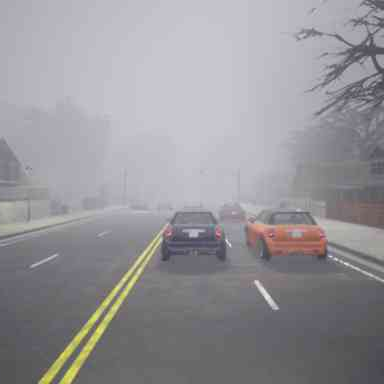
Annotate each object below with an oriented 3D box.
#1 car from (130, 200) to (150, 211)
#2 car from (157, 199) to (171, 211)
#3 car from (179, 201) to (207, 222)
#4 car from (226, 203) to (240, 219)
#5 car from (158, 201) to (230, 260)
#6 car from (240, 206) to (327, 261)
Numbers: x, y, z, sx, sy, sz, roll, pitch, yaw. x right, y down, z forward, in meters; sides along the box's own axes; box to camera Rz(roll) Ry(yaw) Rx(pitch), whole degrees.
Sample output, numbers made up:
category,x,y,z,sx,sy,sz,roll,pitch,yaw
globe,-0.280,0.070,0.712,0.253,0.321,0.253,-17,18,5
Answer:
category,x,y,z,sx,sy,sz,roll,pitch,yaw
car,-6.577,1.658,42.553,1.994,1.385,4.181,0,0,0
car,-3.327,1.619,42.189,1.812,1.442,4.674,0,0,0
car,0.070,1.555,27.926,2.128,1.511,4.902,0,0,0
car,3.322,1.628,28.370,1.994,1.385,4.181,0,0,0
car,0.069,1.380,12.641,2.097,1.767,4.553,0,0,0
car,3.319,1.380,12.627,2.097,1.767,4.553,0,0,0
